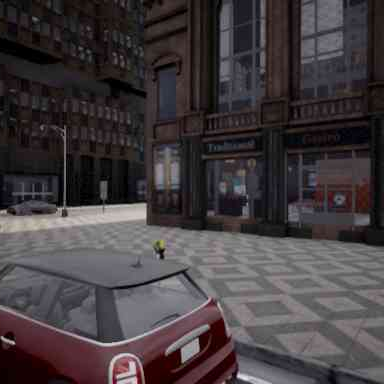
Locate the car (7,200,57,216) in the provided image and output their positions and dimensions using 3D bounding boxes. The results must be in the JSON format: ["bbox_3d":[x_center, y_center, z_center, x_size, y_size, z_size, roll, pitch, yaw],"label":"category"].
[{"bbox_3d":[-14.891,1.465,31.142,1.994,1.385,4.181,0,0,35],"label":"car"}]

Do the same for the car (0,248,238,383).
[{"bbox_3d":[-1.595,1.433,4.097,4.097,1.590,1.967,0,0,35],"label":"car"}]
